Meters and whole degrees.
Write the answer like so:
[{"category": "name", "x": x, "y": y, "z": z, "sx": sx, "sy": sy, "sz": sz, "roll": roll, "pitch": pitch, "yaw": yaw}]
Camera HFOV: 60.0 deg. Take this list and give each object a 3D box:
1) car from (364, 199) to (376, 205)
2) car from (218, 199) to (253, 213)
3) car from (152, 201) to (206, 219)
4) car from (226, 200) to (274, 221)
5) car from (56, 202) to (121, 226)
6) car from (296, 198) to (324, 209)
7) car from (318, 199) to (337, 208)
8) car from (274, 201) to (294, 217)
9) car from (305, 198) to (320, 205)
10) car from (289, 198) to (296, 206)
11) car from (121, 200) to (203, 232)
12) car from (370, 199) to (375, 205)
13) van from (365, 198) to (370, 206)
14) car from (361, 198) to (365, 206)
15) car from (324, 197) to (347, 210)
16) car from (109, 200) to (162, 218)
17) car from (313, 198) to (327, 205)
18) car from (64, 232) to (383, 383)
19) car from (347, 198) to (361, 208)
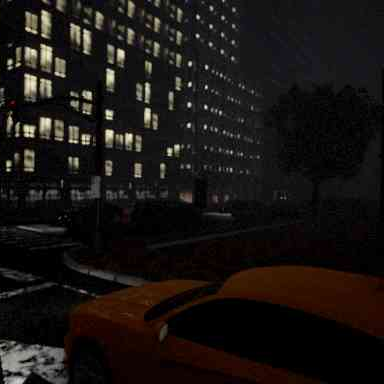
[{"category": "car", "x": 42.513, "y": 2.412, "z": 79.309, "sx": 1.802, "sy": 1.307, "sz": 4.206, "roll": 1, "pitch": 0, "yaw": 37}, {"category": "car", "x": 4.936, "y": 1.657, "z": 39.033, "sx": 1.837, "sy": 1.490, "sz": 4.892, "roll": 2, "pitch": 1, "yaw": 37}, {"category": "car", "x": -1.072, "y": 1.599, "z": 31.077, "sx": 2.033, "sy": 1.411, "sz": 5.357, "roll": 2, "pitch": 1, "yaw": 37}, {"category": "car", "x": 5.280, "y": 1.752, "z": 29.895, "sx": 1.752, "sy": 1.417, "sz": 4.829, "roll": 1, "pitch": 0, "yaw": 37}, {"category": "car", "x": -7.004, "y": 1.456, "z": 23.262, "sx": 1.837, "sy": 1.490, "sz": 4.892, "roll": 2, "pitch": 1, "yaw": 38}, {"category": "car", "x": 18.197, "y": 1.888, "z": 51.325, "sx": 1.882, "sy": 1.535, "sz": 5.008, "roll": 2, "pitch": 1, "yaw": 37}, {"category": "car", "x": 24.388, "y": 1.987, "z": 59.545, "sx": 1.882, "sy": 1.535, "sz": 5.008, "roll": 2, "pitch": 1, "yaw": 37}, {"category": "car", "x": 8.571, "y": 1.864, "z": 34.264, "sx": 1.802, "sy": 1.307, "sz": 4.206, "roll": 1, "pitch": 0, "yaw": 37}, {"category": "car", "x": 25.626, "y": 2.039, "z": 70.820, "sx": 1.802, "sy": 1.307, "sz": 4.206, "roll": 1, "pitch": 0, "yaw": 37}, {"category": "car", "x": 18.739, "y": 1.873, "z": 61.679, "sx": 1.752, "sy": 1.417, "sz": 4.829, "roll": 1, "pitch": 0, "yaw": 37}, {"category": "car", "x": -1.606, "y": 1.425, "z": 20.750, "sx": 2.192, "sy": 1.841, "sz": 5.009, "roll": 1, "pitch": 0, "yaw": 37}, {"category": "car", "x": 39.121, "y": 2.217, "z": 74.804, "sx": 1.967, "sy": 1.590, "sz": 4.097, "roll": 1, "pitch": 0, "yaw": 37}, {"category": "van", "x": 35.729, "y": 2.064, "z": 70.299, "sx": 1.690, "sy": 1.788, "sz": 3.998, "roll": 1, "pitch": 0, "yaw": 37}, {"category": "car", "x": 32.331, "y": 2.214, "z": 65.795, "sx": 1.887, "sy": 1.381, "sz": 4.507, "roll": 1, "pitch": 0, "yaw": 37}, {"category": "car", "x": 22.152, "y": 1.821, "z": 52.281, "sx": 2.192, "sy": 1.841, "sz": 5.009, "roll": 1, "pitch": 0, "yaw": 37}, {"category": "car", "x": -5.011, "y": 1.480, "z": 30.159, "sx": 1.752, "sy": 1.417, "sz": 4.829, "roll": 1, "pitch": 0, "yaw": 37}, {"category": "car", "x": 29.019, "y": 2.063, "z": 75.323, "sx": 2.008, "sy": 1.369, "sz": 4.403, "roll": 1, "pitch": 0, "yaw": 37}, {"category": "car", "x": 0.836, "y": 1.472, "z": 3.083, "sx": 5.008, "sy": 1.535, "sz": 1.882, "roll": 1, "pitch": 0, "yaw": 36}, {"category": "car", "x": 28.941, "y": 1.930, "z": 61.290, "sx": 2.192, "sy": 1.841, "sz": 5.009, "roll": 1, "pitch": 0, "yaw": 37}]
